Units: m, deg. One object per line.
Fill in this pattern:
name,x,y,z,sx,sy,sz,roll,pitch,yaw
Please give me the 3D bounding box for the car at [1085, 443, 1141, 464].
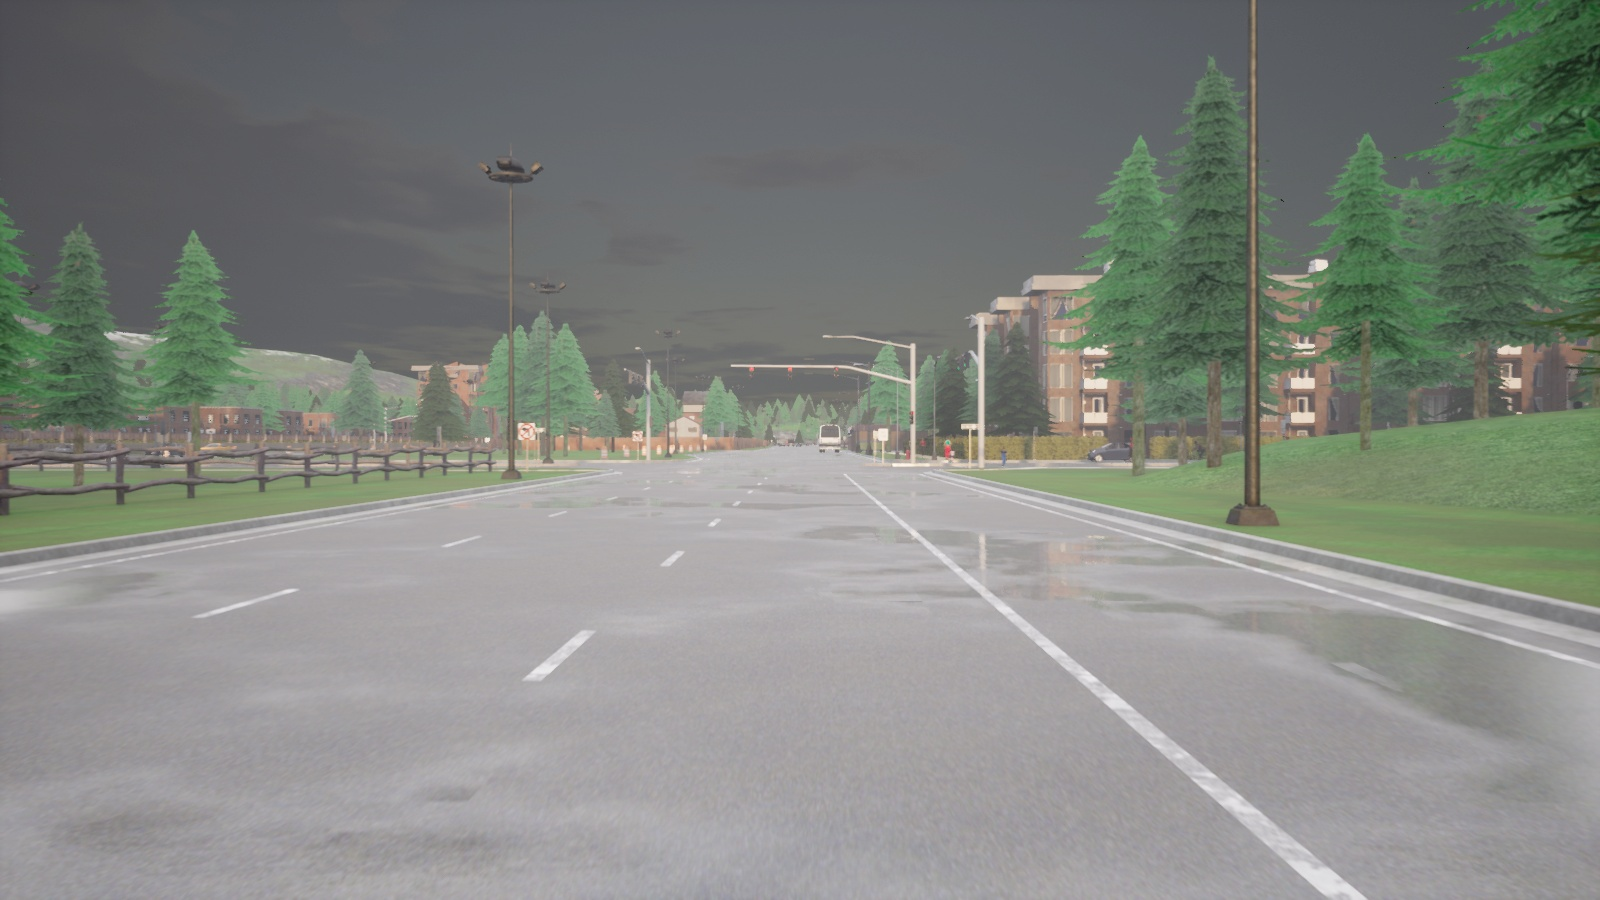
car,23.013,0.256,92.479,3.633,1.501,1.845,0,0,0
